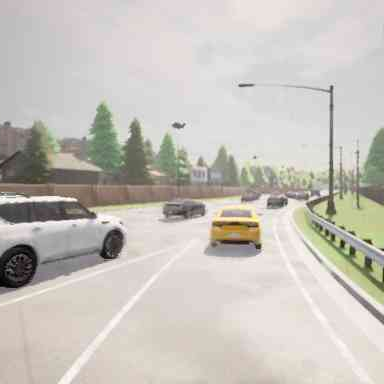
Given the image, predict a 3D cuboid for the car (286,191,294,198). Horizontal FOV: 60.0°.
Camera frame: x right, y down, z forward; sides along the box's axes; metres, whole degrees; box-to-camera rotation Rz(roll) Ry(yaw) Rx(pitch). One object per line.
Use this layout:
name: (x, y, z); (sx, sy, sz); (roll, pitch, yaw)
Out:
car: (21.798, 0.745, 72.961); (1.812, 1.442, 4.674); (0, 1, 25)

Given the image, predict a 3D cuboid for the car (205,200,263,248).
car: (1.956, 1.323, 14.109); (1.882, 1.535, 5.008); (0, 1, 11)

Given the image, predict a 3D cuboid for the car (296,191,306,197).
car: (28.735, 0.543, 87.745); (1.882, 1.535, 5.008); (0, 1, 25)

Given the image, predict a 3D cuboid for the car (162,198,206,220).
car: (-0.452, 1.212, 25.339); (2.128, 1.511, 4.902); (0, 1, 25)

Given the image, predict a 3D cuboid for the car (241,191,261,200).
car: (9.575, 0.954, 54.933); (2.033, 1.411, 5.357); (0, 1, 25)

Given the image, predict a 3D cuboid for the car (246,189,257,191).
car: (12.865, 0.463, 70.270); (2.150, 2.045, 5.566); (0, 1, 25)

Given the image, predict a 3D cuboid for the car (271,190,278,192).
car: (22.925, 0.370, 91.840); (2.097, 1.767, 4.553); (0, 1, 25)

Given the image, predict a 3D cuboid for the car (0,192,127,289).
car: (-4.144, 1.113, 9.238); (2.150, 2.045, 5.566); (0, 0, 25)

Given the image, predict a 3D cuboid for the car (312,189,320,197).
car: (32.114, 0.304, 86.704); (2.150, 2.045, 5.566); (0, 1, 25)

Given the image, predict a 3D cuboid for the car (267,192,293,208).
car: (10.326, 1.061, 40.067); (2.128, 1.511, 4.902); (0, 1, 25)

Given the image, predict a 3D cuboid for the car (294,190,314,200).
car: (21.428, 0.811, 63.712); (2.128, 1.511, 4.902); (0, 1, 25)

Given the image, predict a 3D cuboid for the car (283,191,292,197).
car: (25.795, 0.565, 89.720); (1.812, 1.442, 4.674); (0, 1, 25)
